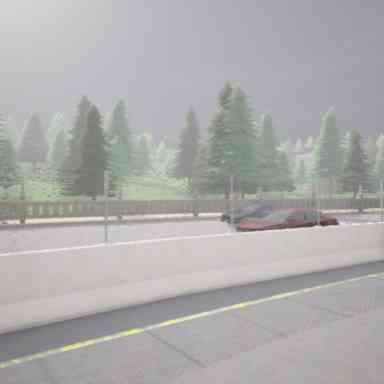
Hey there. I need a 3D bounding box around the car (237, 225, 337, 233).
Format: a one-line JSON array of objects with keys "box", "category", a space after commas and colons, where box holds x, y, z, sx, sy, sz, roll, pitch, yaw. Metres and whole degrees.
[{"box": [4.148, 1.455, 14.452, 5.008, 1.535, 1.882, 0, 0, -28], "category": "car"}]
